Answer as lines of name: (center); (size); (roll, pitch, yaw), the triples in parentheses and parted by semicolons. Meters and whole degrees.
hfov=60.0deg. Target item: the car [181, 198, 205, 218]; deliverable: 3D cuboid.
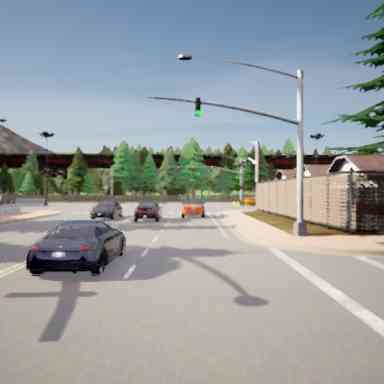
car: (0.131, 1.362, 30.278); (2.097, 1.767, 4.553); (0, 0, 0)

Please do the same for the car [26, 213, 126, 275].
car: (-3.399, 1.567, 10.486); (1.994, 1.385, 4.181); (0, 0, 0)

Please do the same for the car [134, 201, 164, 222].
car: (-3.396, 1.514, 26.402); (1.837, 1.490, 4.892); (0, 0, 0)

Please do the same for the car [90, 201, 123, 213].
car: (-7.048, 1.516, 27.794); (1.837, 1.490, 4.892); (0, -1, 1)
